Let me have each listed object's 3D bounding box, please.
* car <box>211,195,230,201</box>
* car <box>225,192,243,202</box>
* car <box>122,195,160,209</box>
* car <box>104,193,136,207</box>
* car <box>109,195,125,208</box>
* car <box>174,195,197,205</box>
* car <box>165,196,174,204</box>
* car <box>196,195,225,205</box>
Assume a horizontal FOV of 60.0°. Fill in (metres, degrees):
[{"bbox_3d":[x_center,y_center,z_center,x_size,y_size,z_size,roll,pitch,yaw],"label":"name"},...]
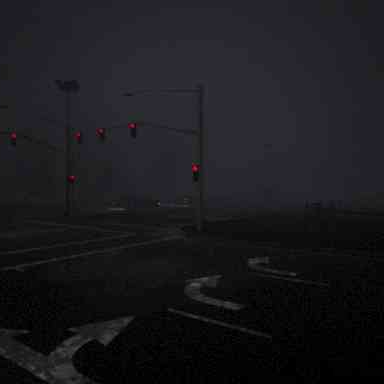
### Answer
[{"bbox_3d":[6.346,1.293,73.636,1.895,1.301,4.718,0,0,36],"label":"car"},{"bbox_3d":[8.780,0.983,71.029,2.150,2.045,5.566,0,0,36],"label":"car"},{"bbox_3d":[-6.248,1.466,43.687,2.128,1.511,4.902,0,0,35],"label":"car"},{"bbox_3d":[-10.471,1.190,49.847,2.150,2.045,5.566,0,0,35],"label":"car"},{"bbox_3d":[-8.467,1.518,46.627,2.033,1.411,5.357,0,0,35],"label":"car"},{"bbox_3d":[-0.531,1.324,57.981,2.097,1.767,4.553,0,0,35],"label":"car"},{"bbox_3d":[-2.967,1.494,60.596,1.812,1.442,4.674,0,0,35],"label":"car"},{"bbox_3d":[3.183,1.574,57.190,1.895,1.301,4.718,0,0,35],"label":"car"}]
